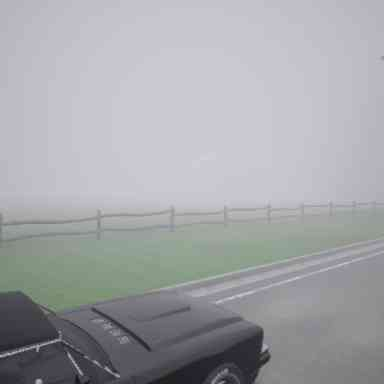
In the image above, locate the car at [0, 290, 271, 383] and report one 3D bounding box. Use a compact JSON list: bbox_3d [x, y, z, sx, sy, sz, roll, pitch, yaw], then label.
[{"bbox_3d":[-1.465,1.601,2.798,4.718,1.301,1.895,0,0,-39],"label":"car"}]
